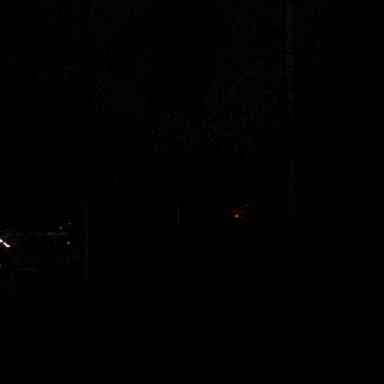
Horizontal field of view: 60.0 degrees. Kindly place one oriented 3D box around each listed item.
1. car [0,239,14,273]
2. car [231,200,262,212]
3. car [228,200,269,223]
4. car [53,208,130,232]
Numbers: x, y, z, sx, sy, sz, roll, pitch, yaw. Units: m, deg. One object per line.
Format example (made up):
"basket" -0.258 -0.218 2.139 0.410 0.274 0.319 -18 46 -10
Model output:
"car" -7.062 1.486 8.412 2.097 1.767 4.553 -1 0 32
"car" 7.369 1.803 44.520 2.033 1.411 5.357 -1 -1 33
"car" 4.658 1.631 26.985 1.882 1.535 5.008 -1 -1 32
"car" -6.575 1.782 22.485 2.033 1.411 5.357 -1 -1 32
